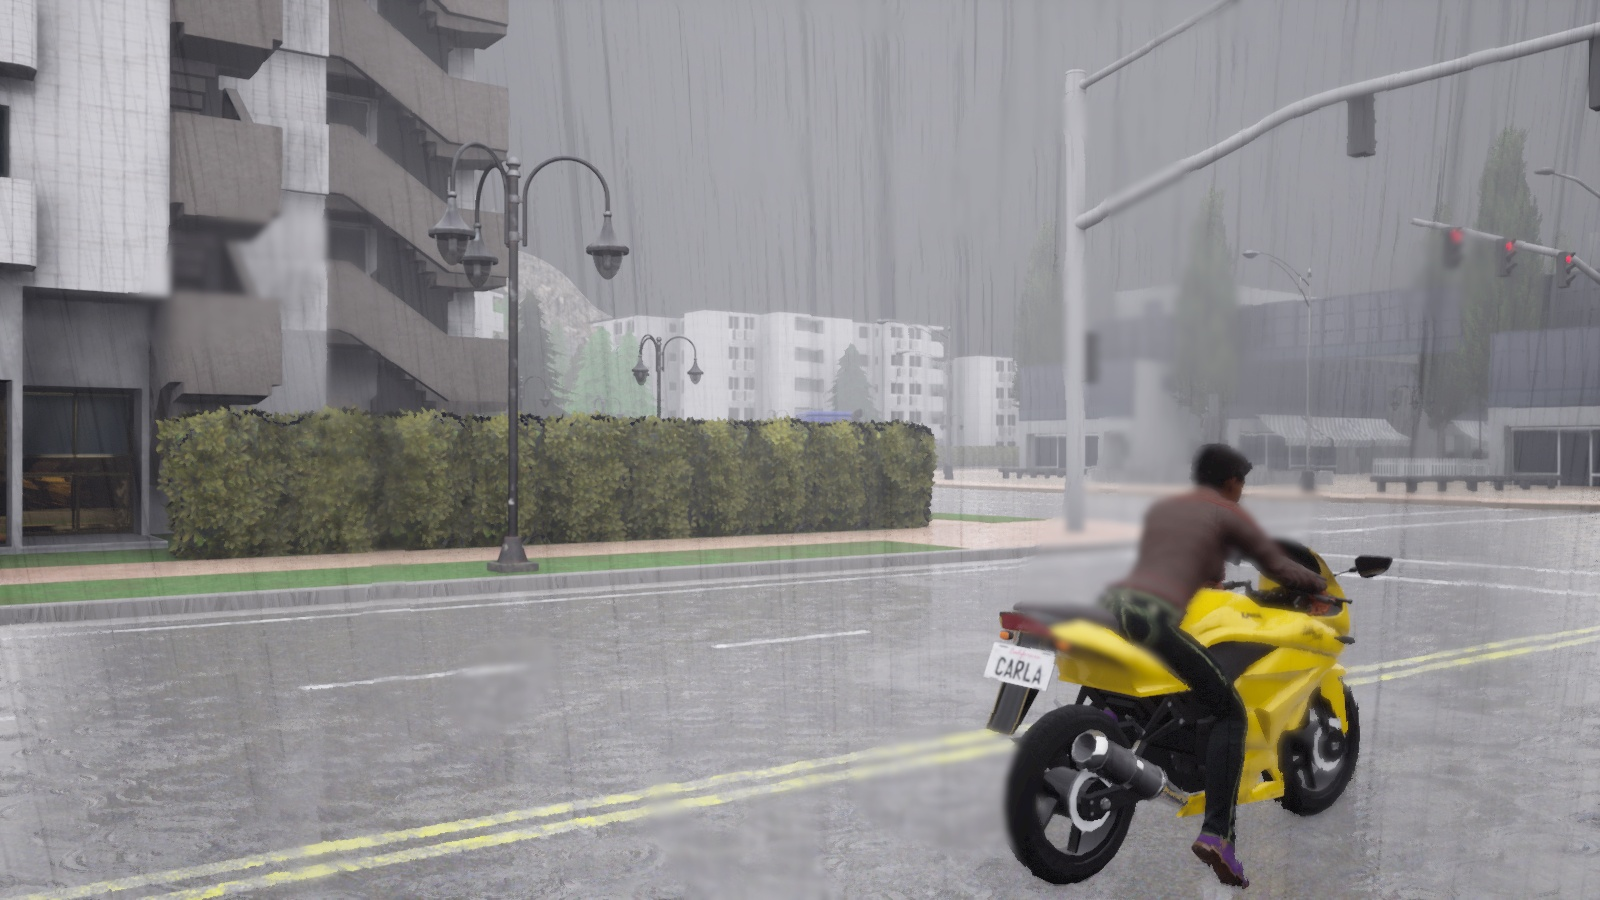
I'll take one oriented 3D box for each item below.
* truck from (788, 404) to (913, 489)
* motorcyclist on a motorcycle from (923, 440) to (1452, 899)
[{"bbox_3d":[2.074,-0.150,55.549,2.891,3.462,7.936,0,0,-18],"label":"truck"},{"bbox_3d":[1.506,0.730,4.702,2.044,1.523,0.797,0,0,-35],"label":"motorcyclist on a motorcycle"}]
